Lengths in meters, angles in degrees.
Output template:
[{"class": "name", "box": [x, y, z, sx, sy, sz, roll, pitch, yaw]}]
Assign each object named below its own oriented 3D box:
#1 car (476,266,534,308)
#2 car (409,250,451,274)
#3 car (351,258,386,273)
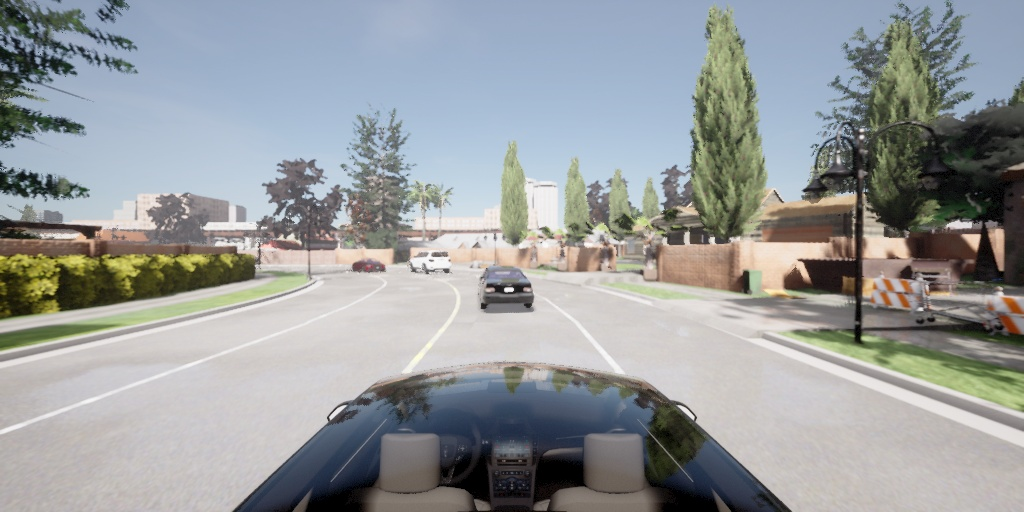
[{"class": "car", "box": [-0.385, 1.085, 13.951, 2.033, 1.411, 5.357, 0, 1, -7]}, {"class": "car", "box": [-7.409, 0.522, 32.163, 2.150, 2.045, 5.566, 0, 0, -34]}, {"class": "car", "box": [-13.442, 0.864, 33.640, 1.994, 1.385, 4.181, 0, 1, -44]}]
